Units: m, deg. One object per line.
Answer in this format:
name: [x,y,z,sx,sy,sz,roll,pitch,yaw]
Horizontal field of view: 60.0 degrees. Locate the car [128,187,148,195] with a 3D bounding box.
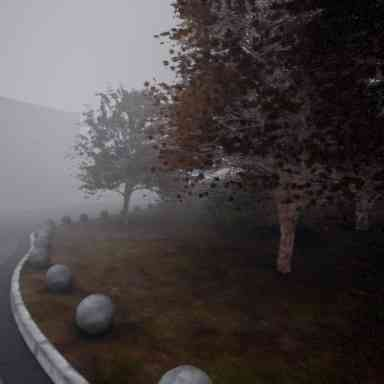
car: [-10.806,-0.126,59.254,1.946,1.575,5.366,0,3,30]

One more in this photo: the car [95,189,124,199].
car: [-13.553,0.192,54.472,1.946,1.575,5.366,0,3,30]

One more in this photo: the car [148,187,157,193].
car: [-8.068,-0.441,64.041,1.946,1.575,5.366,0,3,30]
